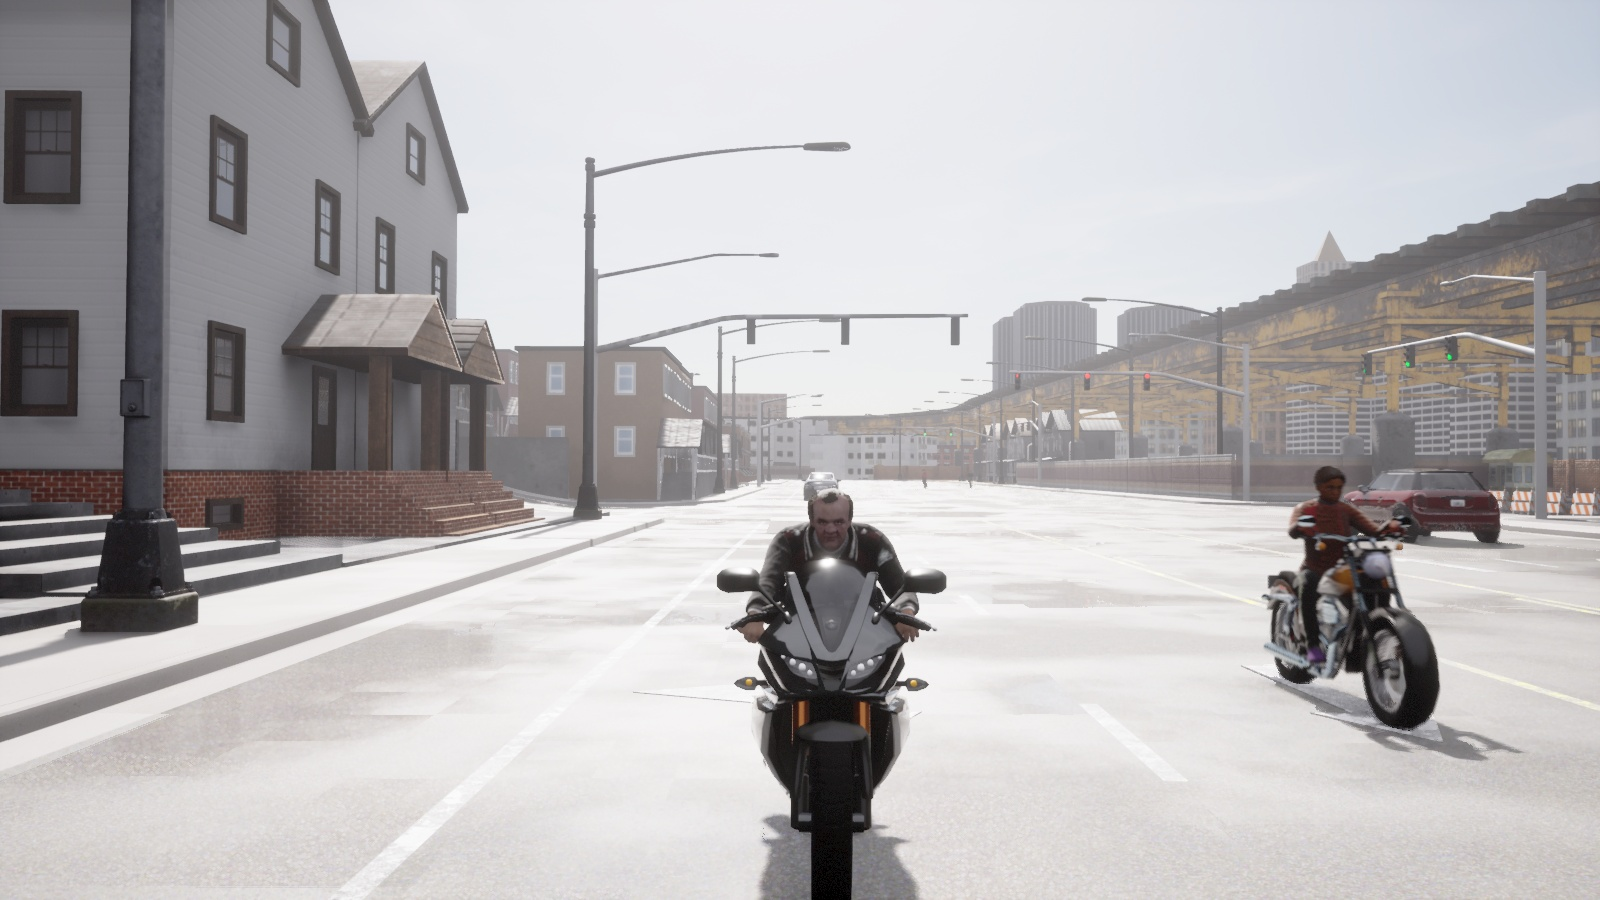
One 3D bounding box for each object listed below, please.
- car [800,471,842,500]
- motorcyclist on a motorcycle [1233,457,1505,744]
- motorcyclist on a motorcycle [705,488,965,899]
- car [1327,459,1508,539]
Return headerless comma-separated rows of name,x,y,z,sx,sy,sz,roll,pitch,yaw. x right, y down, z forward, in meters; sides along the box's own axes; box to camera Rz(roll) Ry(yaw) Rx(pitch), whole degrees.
car,1.191,1.906,68.064,2.128,1.511,4.902,0,-1,2
motorcyclist on a motorcycle,3.684,0.881,8.419,0.766,1.649,2.350,0,-1,1
motorcyclist on a motorcycle,0.135,0.938,5.311,0.866,1.530,2.191,0,-1,1
car,14.529,1.116,29.882,2.097,1.767,4.553,0,-1,1
